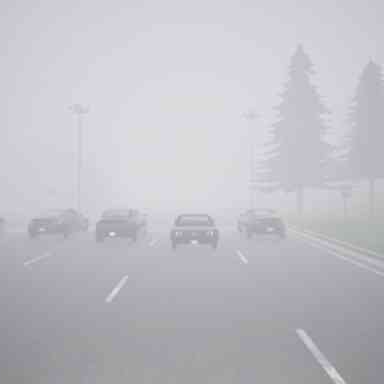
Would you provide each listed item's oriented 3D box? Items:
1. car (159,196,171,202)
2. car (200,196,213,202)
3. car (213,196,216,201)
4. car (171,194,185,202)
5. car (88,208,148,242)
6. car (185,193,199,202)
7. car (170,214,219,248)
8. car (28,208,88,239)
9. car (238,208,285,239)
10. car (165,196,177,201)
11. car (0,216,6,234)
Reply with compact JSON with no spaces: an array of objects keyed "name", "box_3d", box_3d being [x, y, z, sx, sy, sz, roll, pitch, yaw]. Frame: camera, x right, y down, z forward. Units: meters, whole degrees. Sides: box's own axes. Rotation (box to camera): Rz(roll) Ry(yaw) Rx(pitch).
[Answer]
[{"name":"car","box_3d":[-6.957,1.667,80.911,1.837,1.490,4.892,0,0,2]},{"name":"car","box_3d":[3.525,1.643,79.828,1.882,1.535,5.008,0,0,2]},{"name":"car","box_3d":[4.998,1.682,90.106,2.033,1.411,5.357,0,0,17]},{"name":"car","box_3d":[-3.455,1.764,81.033,1.895,1.301,4.718,0,0,2]},{"name":"car","box_3d":[-3.401,1.540,16.607,1.837,1.490,4.892,0,0,0]},{"name":"car","box_3d":[0.025,1.690,79.829,2.128,1.511,4.902,0,0,2]},{"name":"car","box_3d":[0.099,1.632,14.992,1.895,1.301,4.718,0,0,0]},{"name":"car","box_3d":[-6.910,1.562,17.589,1.812,1.442,4.674,0,0,0]},{"name":"car","box_3d":[3.590,1.563,17.587,1.812,1.442,4.674,0,0,0]},{"name":"car","box_3d":[-5.618,1.709,90.994,1.812,1.442,4.674,0,0,17]},{"name":"car","box_3d":[-11.082,1.539,16.651,1.837,1.490,4.892,0,0,-7]}]
